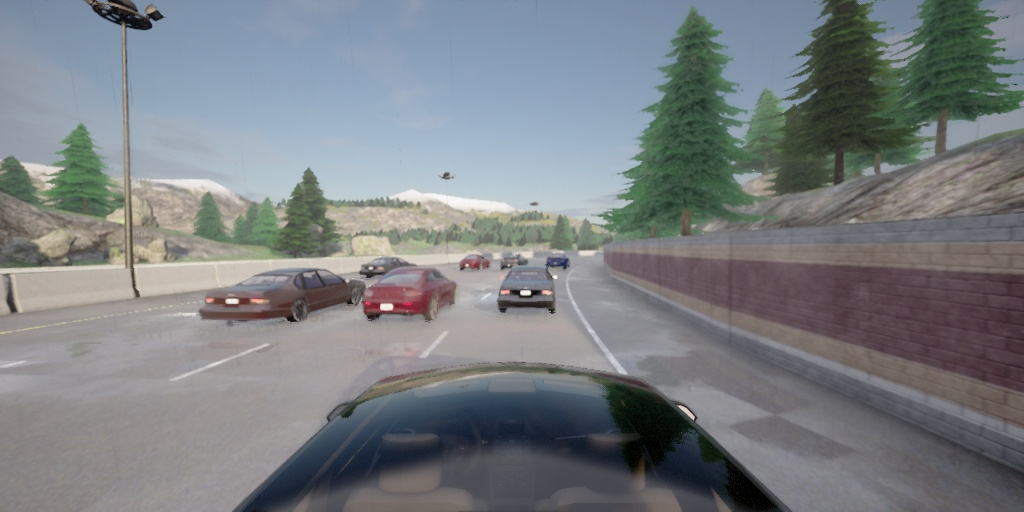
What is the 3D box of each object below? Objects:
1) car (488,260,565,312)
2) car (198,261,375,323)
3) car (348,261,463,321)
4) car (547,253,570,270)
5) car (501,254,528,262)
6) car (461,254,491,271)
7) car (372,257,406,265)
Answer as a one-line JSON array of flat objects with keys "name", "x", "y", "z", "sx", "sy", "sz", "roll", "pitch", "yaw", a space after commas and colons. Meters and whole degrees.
[{"name": "car", "x": 0.617, "y": 1.044, "z": 12.736, "sx": 2.033, "sy": 1.411, "sz": 5.357, "roll": 0, "pitch": 1, "yaw": 5}, {"name": "car", "x": -6.530, "y": 1.075, "z": 11.094, "sx": 2.033, "sy": 1.411, "sz": 5.357, "roll": 0, "pitch": 1, "yaw": 4}, {"name": "car", "x": -2.982, "y": 1.053, "z": 11.250, "sx": 1.812, "sy": 1.442, "sz": 4.674, "roll": 0, "pitch": 1, "yaw": 4}, {"name": "car", "x": 4.575, "y": 0.462, "z": 35.151, "sx": 1.882, "sy": 1.535, "sz": 5.008, "roll": 0, "pitch": 1, "yaw": 15}, {"name": "car", "x": 0.287, "y": 0.535, "z": 32.421, "sx": 2.128, "sy": 1.511, "sz": 4.902, "roll": 0, "pitch": 1, "yaw": 13}, {"name": "car", "x": -3.284, "y": 0.564, "z": 32.497, "sx": 1.812, "sy": 1.442, "sz": 4.674, "roll": 0, "pitch": 1, "yaw": 13}, {"name": "car", "x": -8.405, "y": 0.756, "z": 24.878, "sx": 2.033, "sy": 1.411, "sz": 5.357, "roll": 0, "pitch": 1, "yaw": 10}]
